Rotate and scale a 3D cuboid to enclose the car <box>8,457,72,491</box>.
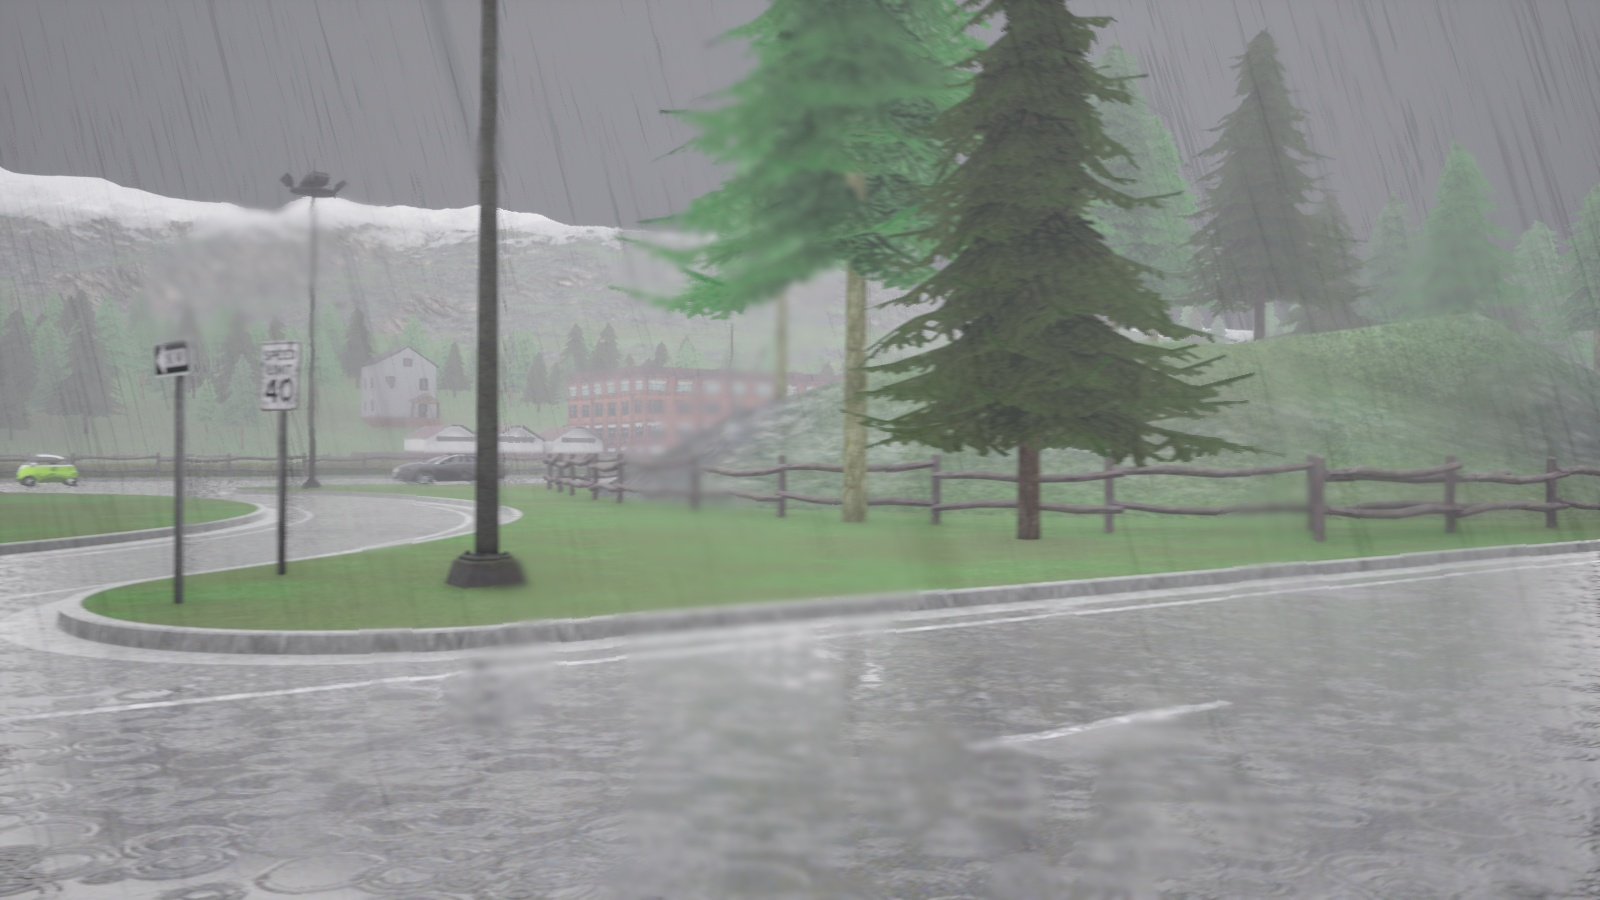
[{"bbox_3d":[-32.243,1.006,53.272,2.207,1.376,1.481,1,0,-35],"label":"car"}]

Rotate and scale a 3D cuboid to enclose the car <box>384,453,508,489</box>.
[{"bbox_3d":[-15.806,0.908,56.135,4.902,1.511,2.128,0,0,-35],"label":"car"}]
